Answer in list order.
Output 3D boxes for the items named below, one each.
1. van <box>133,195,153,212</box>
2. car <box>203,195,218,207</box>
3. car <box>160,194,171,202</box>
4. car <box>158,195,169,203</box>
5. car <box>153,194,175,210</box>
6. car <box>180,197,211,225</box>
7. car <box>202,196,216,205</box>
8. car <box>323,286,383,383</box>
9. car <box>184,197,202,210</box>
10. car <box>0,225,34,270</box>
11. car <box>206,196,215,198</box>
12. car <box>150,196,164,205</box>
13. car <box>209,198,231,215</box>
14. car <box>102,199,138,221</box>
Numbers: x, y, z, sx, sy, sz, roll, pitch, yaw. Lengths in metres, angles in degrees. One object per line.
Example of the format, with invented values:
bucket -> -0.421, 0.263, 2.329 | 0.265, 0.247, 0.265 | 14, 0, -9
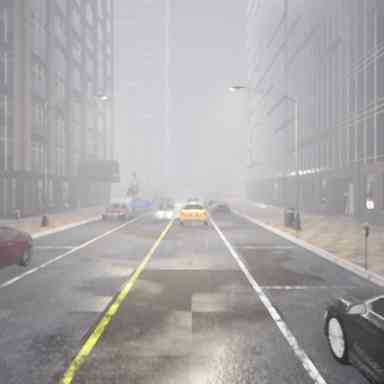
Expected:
van -> -5.679, 1.220, 37.188 | 1.690, 1.788, 3.998 | 0, 0, 0
car -> 2.705, 1.281, 48.568 | 1.967, 1.590, 4.097 | 0, 0, 0
car -> -5.668, 1.185, 71.346 | 1.967, 1.590, 4.097 | 0, 0, 0
car -> -5.670, 1.355, 65.654 | 1.802, 1.307, 4.206 | 0, 0, 0
car -> -3.080, 1.362, 40.162 | 2.128, 1.511, 4.902 | 0, 0, 0
car -> 0.107, 1.381, 23.165 | 1.801, 1.575, 5.366 | 0, 0, 0
car -> 2.707, 1.372, 54.261 | 2.008, 1.369, 4.403 | 0, 0, 0
car -> 2.691, 1.542, 3.029 | 2.008, 1.369, 4.403 | 0, 0, 0
car -> 0.113, 1.411, 41.933 | 2.033, 1.411, 5.357 | 0, 0, 0
car -> -5.688, 1.556, 8.727 | 1.802, 1.307, 4.206 | 0, 0, 0
car -> 2.703, 1.411, 42.876 | 2.008, 1.369, 4.403 | 0, 0, 0
car -> -5.674, 1.402, 54.266 | 1.802, 1.307, 4.206 | 0, 0, 0
car -> 2.700, 1.480, 31.492 | 1.802, 1.307, 4.206 | 0, 0, 0
car -> -5.683, 1.499, 25.805 | 1.802, 1.307, 4.206 | 0, 0, 0
